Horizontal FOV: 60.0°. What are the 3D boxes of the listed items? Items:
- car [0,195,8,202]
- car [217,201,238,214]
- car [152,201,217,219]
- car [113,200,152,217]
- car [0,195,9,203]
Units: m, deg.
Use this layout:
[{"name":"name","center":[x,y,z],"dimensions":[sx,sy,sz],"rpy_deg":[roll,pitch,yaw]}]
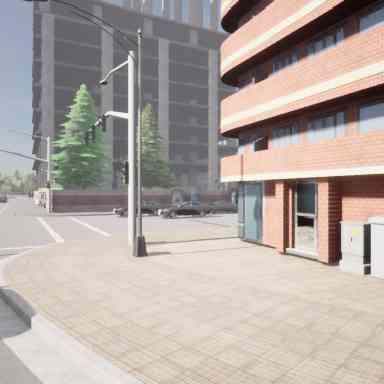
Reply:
[{"name":"car","center":[-42.472,1.500,74.885],"dimensions":[1.837,1.490,4.892],"rpy_deg":[0,0,-27]},{"name":"car","center":[3.016,1.619,35.566],"dimensions":[4.181,1.385,1.994],"rpy_deg":[0,0,-27]},{"name":"car","center":[-0.644,1.547,29.811],"dimensions":[4.902,1.511,2.128],"rpy_deg":[0,0,-27]},{"name":"car","center":[-4.949,1.547,31.568],"dimensions":[4.902,1.511,2.128],"rpy_deg":[0,0,-27]},{"name":"car","center":[-37.951,1.595,66.027],"dimensions":[1.895,1.301,4.718],"rpy_deg":[0,0,-27]}]
